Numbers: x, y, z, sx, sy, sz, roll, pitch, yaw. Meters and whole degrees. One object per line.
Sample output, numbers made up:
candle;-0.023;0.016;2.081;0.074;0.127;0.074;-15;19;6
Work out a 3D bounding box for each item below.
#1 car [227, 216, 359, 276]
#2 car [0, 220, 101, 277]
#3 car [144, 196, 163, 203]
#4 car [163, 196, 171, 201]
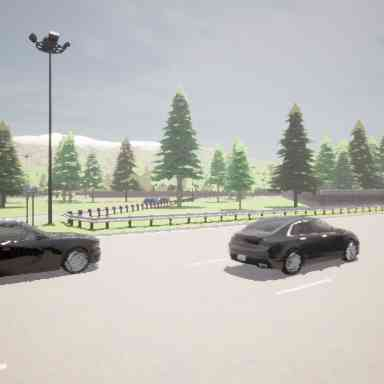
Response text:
car;3.309;1.506;10.391;4.892;1.490;1.837;0;0;-35
car;-4.965;1.477;8.801;5.008;1.535;1.882;0;0;-35
car;-6.867;1.478;56.827;1.882;1.535;5.008;0;0;6
car;-5.634;1.525;69.477;1.812;1.442;4.674;0;0;5
